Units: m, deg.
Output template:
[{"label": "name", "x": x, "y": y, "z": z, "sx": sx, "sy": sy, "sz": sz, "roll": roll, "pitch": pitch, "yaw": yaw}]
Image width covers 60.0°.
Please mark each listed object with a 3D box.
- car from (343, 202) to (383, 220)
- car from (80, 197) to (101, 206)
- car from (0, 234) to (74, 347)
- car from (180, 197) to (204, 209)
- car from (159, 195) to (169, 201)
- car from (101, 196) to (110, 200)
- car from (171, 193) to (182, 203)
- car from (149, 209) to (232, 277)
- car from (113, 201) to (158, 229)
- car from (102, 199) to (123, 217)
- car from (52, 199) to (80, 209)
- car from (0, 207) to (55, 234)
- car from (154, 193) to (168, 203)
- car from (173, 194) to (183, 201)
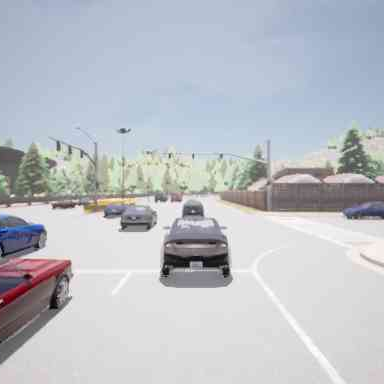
[{"label": "car", "x": 15.210, "y": 1.567, "z": 28.033, "sx": 4.674, "sy": 1.442, "sz": 1.812, "roll": 0, "pitch": 0, "yaw": 2}, {"label": "car", "x": -17.492, "y": 1.624, "z": 55.799, "sx": 2.033, "sy": 1.411, "sz": 5.357, "roll": 0, "pitch": 0, "yaw": 0}, {"label": "car", "x": -3.399, "y": 1.612, "z": 4.885, "sx": 1.895, "sy": 1.301, "sz": 4.718, "roll": 0, "pitch": 0, "yaw": 0}, {"label": "car", "x": 0.104, "y": 1.523, "z": 30.958, "sx": 1.882, "sy": 1.535, "sz": 5.008, "roll": 0, "pitch": 0, "yaw": 0}, {"label": "car", "x": -6.988, "y": 1.523, "z": 83.390, "sx": 2.128, "sy": 1.511, "sz": 4.902, "roll": 0, "pitch": 0, "yaw": 0}, {"label": "car", "x": -17.491, "y": 1.614, "z": 66.123, "sx": 1.812, "sy": 1.442, "sz": 4.674, "roll": 0, "pitch": 0, "yaw": 0}, {"label": "car", "x": -3.490, "y": 1.307, "z": 73.000, "sx": 2.150, "sy": 2.045, "sz": 5.566, "roll": 0, "pitch": 0, "yaw": 0}, {"label": "car", "x": 0.102, "y": 1.513, "z": 10.344, "sx": 2.128, "sy": 1.511, "sz": 4.902, "roll": 0, "pitch": 0, "yaw": 0}, {"label": "car", "x": -3.397, "y": 1.582, "z": 21.865, "sx": 2.033, "sy": 1.411, "sz": 5.357, "roll": 0, "pitch": 0, "yaw": 0}, {"label": "car", "x": -6.897, "y": 1.610, "z": 31.337, "sx": 1.994, "sy": 1.385, "sz": 4.181, "roll": 0, "pitch": 0, "yaw": 0}, {"label": "car", "x": -17.558, "y": 1.665, "z": 45.832, "sx": 1.895, "sy": 1.301, "sz": 4.718, "roll": 0, "pitch": 0, "yaw": 0}, {"label": "car", "x": -6.897, "y": 1.500, "z": 11.641, "sx": 1.882, "sy": 1.535, "sz": 5.008, "roll": 0, "pitch": 0, "yaw": 0}, {"label": "car", "x": -6.990, "y": 1.307, "z": 73.000, "sx": 2.150, "sy": 2.045, "sz": 5.566, "roll": 0, "pitch": 0, "yaw": 0}, {"label": "car", "x": -3.488, "y": 1.353, "z": 83.360, "sx": 2.097, "sy": 1.767, "sz": 4.553, "roll": 0, "pitch": 0, "yaw": 0}]
